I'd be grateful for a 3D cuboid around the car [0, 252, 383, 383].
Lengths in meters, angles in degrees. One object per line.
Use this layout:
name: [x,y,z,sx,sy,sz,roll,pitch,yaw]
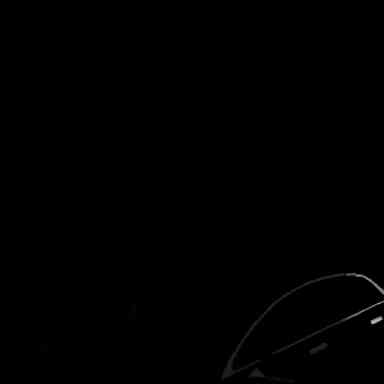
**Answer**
car: [0.592,1.509,3.494,4.892,1.490,1.837,0,0,-35]
